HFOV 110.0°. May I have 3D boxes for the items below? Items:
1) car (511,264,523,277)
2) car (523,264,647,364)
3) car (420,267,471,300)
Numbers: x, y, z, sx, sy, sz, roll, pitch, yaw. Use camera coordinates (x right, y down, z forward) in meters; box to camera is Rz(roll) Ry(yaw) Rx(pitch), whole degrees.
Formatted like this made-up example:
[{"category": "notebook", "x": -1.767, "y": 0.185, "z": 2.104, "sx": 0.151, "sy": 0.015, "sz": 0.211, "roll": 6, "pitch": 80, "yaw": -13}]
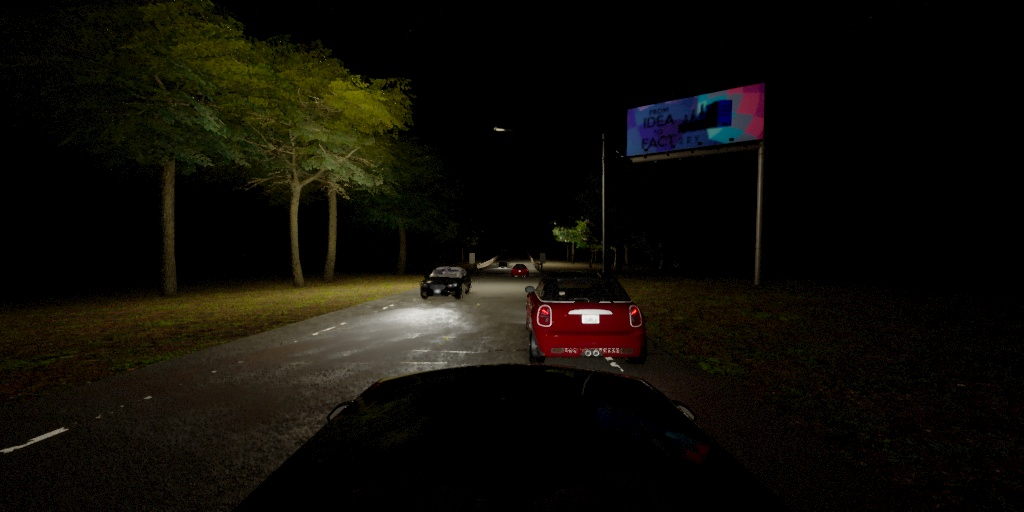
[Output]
[{"category": "car", "x": 0.923, "y": 1.670, "z": 41.305, "sx": 1.994, "sy": 1.385, "sz": 4.181, "roll": 0, "pitch": -1, "yaw": 2}, {"category": "car", "x": 1.394, "y": 1.113, "z": 8.282, "sx": 2.097, "sy": 1.767, "sz": 4.553, "roll": 0, "pitch": 0, "yaw": 1}, {"category": "car", "x": -3.229, "y": 1.310, "z": 18.183, "sx": 2.128, "sy": 1.511, "sz": 4.902, "roll": 0, "pitch": 0, "yaw": 1}]
